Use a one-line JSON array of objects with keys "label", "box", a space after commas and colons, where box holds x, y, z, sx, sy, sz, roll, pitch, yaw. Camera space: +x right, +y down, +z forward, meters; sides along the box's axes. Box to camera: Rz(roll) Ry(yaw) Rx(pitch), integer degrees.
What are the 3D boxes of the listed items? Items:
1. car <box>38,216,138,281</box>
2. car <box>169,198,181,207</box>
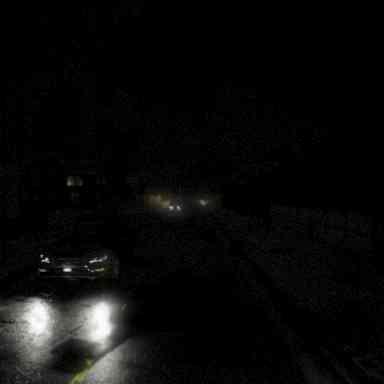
[{"label": "car", "box": [-2.822, 1.547, 10.014, 1.837, 1.490, 4.892, 0, -1, 0]}, {"label": "car", "box": [-2.747, 1.719, 55.673, 2.033, 1.411, 5.357, 0, 0, 0]}]
